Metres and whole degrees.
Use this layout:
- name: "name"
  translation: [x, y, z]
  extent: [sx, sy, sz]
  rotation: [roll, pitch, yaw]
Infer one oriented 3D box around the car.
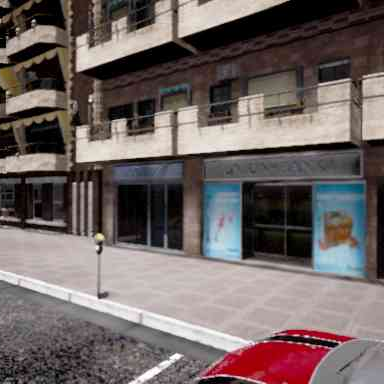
- name: "car"
  translation: [1.682, 1.441, 1.673]
  extent: [4.097, 1.590, 1.967]
  rotation: [0, 0, 35]
